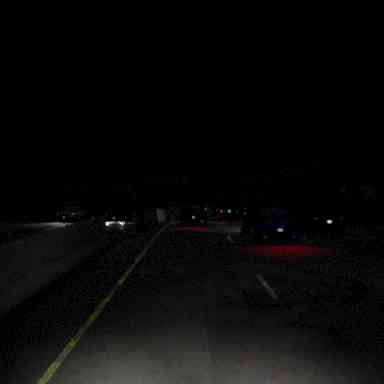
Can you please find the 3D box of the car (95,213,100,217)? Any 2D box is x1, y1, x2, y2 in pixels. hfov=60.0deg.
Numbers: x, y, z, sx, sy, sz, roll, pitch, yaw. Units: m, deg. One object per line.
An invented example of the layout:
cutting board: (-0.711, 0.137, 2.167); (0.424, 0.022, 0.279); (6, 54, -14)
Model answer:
car: (-14.037, 3.714, 47.504); (1.837, 1.490, 4.892); (0, -8, 0)

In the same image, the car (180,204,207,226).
car: (0.096, 1.642, 24.808); (1.882, 1.535, 5.008); (0, -2, 0)

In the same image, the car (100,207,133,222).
car: (-7.062, 2.206, 32.884); (2.033, 1.411, 5.357); (0, -4, 0)

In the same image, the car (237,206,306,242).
car: (3.598, 1.418, 16.019); (1.882, 1.535, 5.008); (0, 0, 0)

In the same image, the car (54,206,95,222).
car: (-10.591, 1.965, 29.850); (1.812, 1.442, 4.674); (0, -4, 0)

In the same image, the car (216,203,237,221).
car: (3.595, 2.109, 34.126); (2.097, 1.767, 4.553); (0, -5, 0)

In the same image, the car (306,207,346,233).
car: (7.096, 1.545, 19.167); (1.994, 1.385, 4.181); (0, -1, 0)
